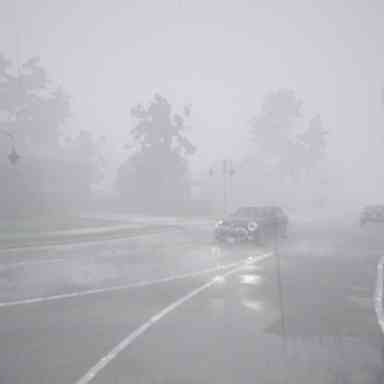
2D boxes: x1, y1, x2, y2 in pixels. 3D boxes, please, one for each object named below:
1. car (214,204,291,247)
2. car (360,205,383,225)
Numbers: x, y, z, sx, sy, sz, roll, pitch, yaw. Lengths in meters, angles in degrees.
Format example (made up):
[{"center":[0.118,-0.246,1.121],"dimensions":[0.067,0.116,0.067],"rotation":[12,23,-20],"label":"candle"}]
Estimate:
[{"center":[2.899,1.388,15.442],"dimensions":[2.097,1.767,4.553],"rotation":[0,0,36],"label":"car"},{"center":[13.304,1.618,23.764],"dimensions":[2.033,1.411,5.357],"rotation":[0,0,35],"label":"car"}]
